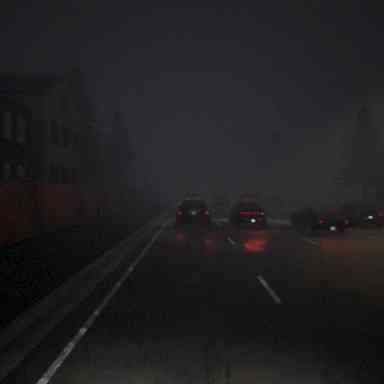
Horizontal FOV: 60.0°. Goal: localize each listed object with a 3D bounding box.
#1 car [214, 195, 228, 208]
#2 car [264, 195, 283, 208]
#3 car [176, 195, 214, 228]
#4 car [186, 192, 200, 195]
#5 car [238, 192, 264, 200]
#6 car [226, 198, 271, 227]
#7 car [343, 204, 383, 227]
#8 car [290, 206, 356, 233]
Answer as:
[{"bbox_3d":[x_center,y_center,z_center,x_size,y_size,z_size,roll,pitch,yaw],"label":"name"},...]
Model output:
[{"bbox_3d":[3.660,1.159,43.862,2.097,1.767,4.553,0,0,1],"label":"car"},{"bbox_3d":[10.668,1.156,44.492,2.097,1.767,4.553,0,0,1],"label":"car"},{"bbox_3d":[0.095,1.258,21.364,2.097,1.767,4.553,0,0,0],"label":"car"},{"bbox_3d":[0.144,1.036,42.763,2.150,2.045,5.566,0,0,1],"label":"car"},{"bbox_3d":[7.133,1.039,41.950,2.150,2.045,5.566,0,0,1],"label":"car"},{"bbox_3d":[3.595,1.409,21.969,1.837,1.490,4.892,0,0,0],"label":"car"},{"bbox_3d":[10.595,1.469,21.754,1.994,1.385,4.181,0,0,0],"label":"car"},{"bbox_3d":[7.096,1.517,18.967,1.895,1.301,4.718,0,0,0],"label":"car"}]
